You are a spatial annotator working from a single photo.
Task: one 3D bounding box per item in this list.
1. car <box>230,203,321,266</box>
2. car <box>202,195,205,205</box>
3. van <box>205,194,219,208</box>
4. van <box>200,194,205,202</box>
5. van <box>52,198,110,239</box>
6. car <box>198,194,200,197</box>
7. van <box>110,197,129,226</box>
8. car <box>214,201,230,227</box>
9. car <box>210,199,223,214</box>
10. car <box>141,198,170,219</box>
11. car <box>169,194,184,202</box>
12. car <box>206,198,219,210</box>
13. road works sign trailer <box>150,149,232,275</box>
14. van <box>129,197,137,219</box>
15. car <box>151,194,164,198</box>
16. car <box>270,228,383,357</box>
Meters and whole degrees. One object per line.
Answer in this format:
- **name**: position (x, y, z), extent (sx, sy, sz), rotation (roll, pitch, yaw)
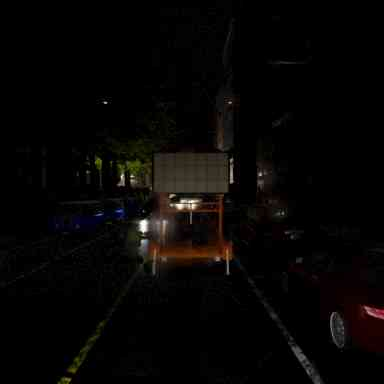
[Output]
- **car**: position (2.822, 1.311, 11.488), extent (2.192, 1.841, 5.009), rotation (0, 0, 0)
- **car**: position (2.722, 1.503, 45.451), extent (1.887, 1.381, 4.507), rotation (0, 0, 0)
- **van**: position (2.738, 1.308, 39.790), extent (1.690, 1.788, 3.998), rotation (0, 0, 0)
- **van**: position (2.688, 1.279, 56.771), extent (1.690, 1.788, 3.998), rotation (0, 0, 0)
- **van**: position (-5.719, 1.334, 17.100), extent (1.690, 1.788, 3.998), rotation (0, 0, 0)
- **car**: position (2.672, 1.492, 62.432), extent (1.947, 1.339, 4.313), rotation (0, 0, 0)
- **van**: position (-5.736, 1.329, 22.758), extent (1.690, 1.788, 3.998), rotation (0, 0, 0)
- **car**: position (2.790, 1.533, 22.809), extent (1.887, 1.381, 4.507), rotation (0, 0, 0)
- **car**: position (2.773, 1.564, 28.469), extent (1.802, 1.307, 4.206), rotation (0, 0, 0)
- **car**: position (-3.182, 1.507, 28.566), extent (1.812, 1.442, 4.674), rotation (0, 0, 0)
- **car**: position (-3.192, 1.469, 64.110), extent (2.033, 1.411, 5.357), rotation (0, 0, 0)
- **car**: position (2.756, 1.557, 34.130), extent (1.802, 1.307, 4.206), rotation (0, 0, 0)
- **road works sign trailer**: position (-0.029, 0.461, 10.433), extent (2.380, 3.560, 2.880), rotation (0, 0, 0)
- **van**: position (-5.753, 1.323, 28.416), extent (1.690, 1.788, 3.998), rotation (0, 0, 0)
- **car**: position (-5.836, 1.253, 56.705), extent (2.192, 1.841, 5.009), rotation (0, 0, 0)
- **car**: position (2.840, 1.581, 5.827), extent (1.802, 1.307, 4.206), rotation (0, 0, 0)
